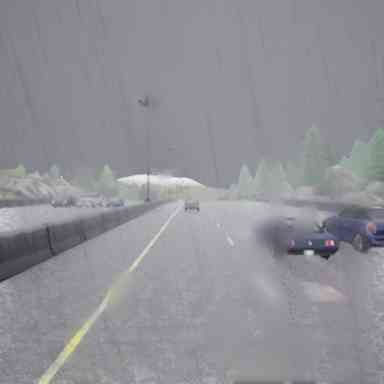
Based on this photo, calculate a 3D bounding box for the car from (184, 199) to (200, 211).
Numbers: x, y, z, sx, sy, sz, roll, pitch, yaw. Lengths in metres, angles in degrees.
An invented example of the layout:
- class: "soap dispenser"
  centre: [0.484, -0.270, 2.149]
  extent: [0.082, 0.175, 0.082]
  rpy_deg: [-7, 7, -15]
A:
- class: "car"
  centre: [-0.002, 1.538, 39.277]
  extent: [2.033, 1.411, 5.357]
  rpy_deg: [0, 0, 0]

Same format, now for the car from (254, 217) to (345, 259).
- class: "car"
  centre: [3.596, 1.585, 12.424]
  extent: [1.895, 1.301, 4.718]
  rpy_deg: [0, 0, 0]

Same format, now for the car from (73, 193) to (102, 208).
- class: "car"
  centre: [-14.063, 1.164, 46.013]
  extent: [2.150, 2.045, 5.566]
  rpy_deg: [0, 0, 1]

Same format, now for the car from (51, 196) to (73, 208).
- class: "car"
  centre: [-17.565, 1.297, 46.043]
  extent: [2.097, 1.767, 4.553]
  rpy_deg: [0, 0, 0]

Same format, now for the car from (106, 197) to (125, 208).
- class: "car"
  centre: [-10.565, 1.469, 46.222]
  extent: [1.812, 1.442, 4.674]
  rpy_deg: [0, 0, 0]

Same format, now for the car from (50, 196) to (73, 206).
- class: "car"
  centre: [-21.049, 1.461, 53.715]
  extent: [1.812, 1.442, 4.674]
  rpy_deg: [0, 0, 1]

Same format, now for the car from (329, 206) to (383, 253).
- class: "car"
  centre: [7.097, 1.334, 13.768]
  extent: [2.097, 1.767, 4.553]
  rpy_deg: [0, 0, 0]
